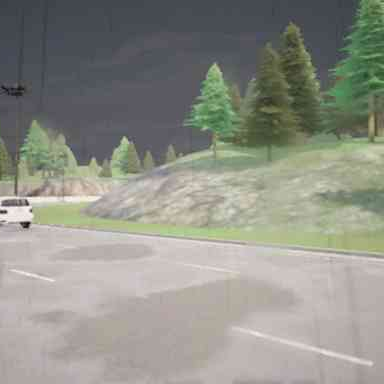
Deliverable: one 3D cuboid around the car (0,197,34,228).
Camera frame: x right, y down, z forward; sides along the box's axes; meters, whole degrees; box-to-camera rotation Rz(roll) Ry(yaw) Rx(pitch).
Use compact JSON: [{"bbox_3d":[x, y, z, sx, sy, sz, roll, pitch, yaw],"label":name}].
[{"bbox_3d":[-12.556,1.341,21.713,5.566,2.045,2.150,0,0,37],"label":"car"}]
